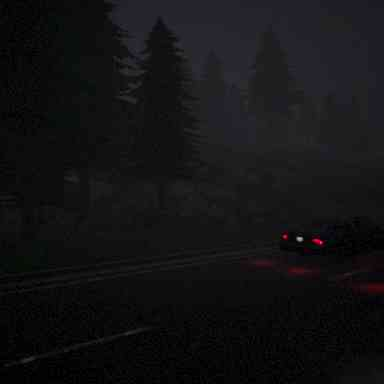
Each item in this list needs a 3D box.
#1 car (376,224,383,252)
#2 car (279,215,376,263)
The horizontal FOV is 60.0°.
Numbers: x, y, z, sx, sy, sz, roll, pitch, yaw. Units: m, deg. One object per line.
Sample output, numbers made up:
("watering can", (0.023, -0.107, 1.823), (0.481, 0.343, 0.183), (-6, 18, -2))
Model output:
("car", (7.516, 1.550, 9.172), (5.357, 1.411, 2.033), (0, 0, -35))
("car", (5.484, 1.549, 12.022), (5.357, 1.411, 2.033), (0, 0, -35))
